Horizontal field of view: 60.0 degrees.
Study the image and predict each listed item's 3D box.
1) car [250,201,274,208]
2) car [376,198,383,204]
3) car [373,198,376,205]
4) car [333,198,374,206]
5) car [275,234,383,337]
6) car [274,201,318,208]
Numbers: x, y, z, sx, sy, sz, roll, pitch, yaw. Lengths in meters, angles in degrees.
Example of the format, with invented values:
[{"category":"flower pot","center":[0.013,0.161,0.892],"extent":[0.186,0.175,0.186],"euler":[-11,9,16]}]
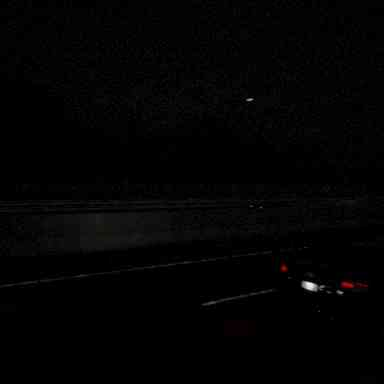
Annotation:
[{"category":"car","center":[8.207,1.548,34.172],"extent":[4.718,1.301,1.895],"euler":[0,0,-31]},{"category":"car","center":[24.904,1.468,40.274],"extent":[5.008,1.535,1.882],"euler":[0,0,-31]},{"category":"car","center":[23.626,1.524,43.582],"extent":[5.357,1.411,2.033],"euler":[0,0,-31]},{"category":"car","center":[13.612,1.505,29.272],"extent":[4.674,1.442,1.812],"euler":[0,0,-31]},{"category":"car","center":[3.685,1.559,6.651],"extent":[4.181,1.385,1.994],"euler":[0,0,-32]},{"category":"car","center":[10.169,1.526,31.268],"extent":[4.181,1.385,1.994],"euler":[0,0,-31]}]
